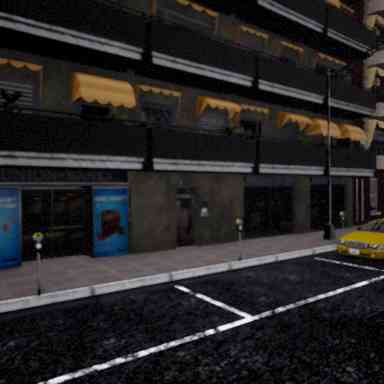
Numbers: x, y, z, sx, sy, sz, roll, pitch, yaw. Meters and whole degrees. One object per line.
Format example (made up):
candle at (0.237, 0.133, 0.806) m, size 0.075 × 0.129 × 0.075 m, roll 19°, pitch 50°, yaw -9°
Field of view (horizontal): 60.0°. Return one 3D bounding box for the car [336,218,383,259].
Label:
car at (6.862, 1.476, 11.465) m, size 4.829 × 1.417 × 1.752 m, roll 0°, pitch 0°, yaw -35°
